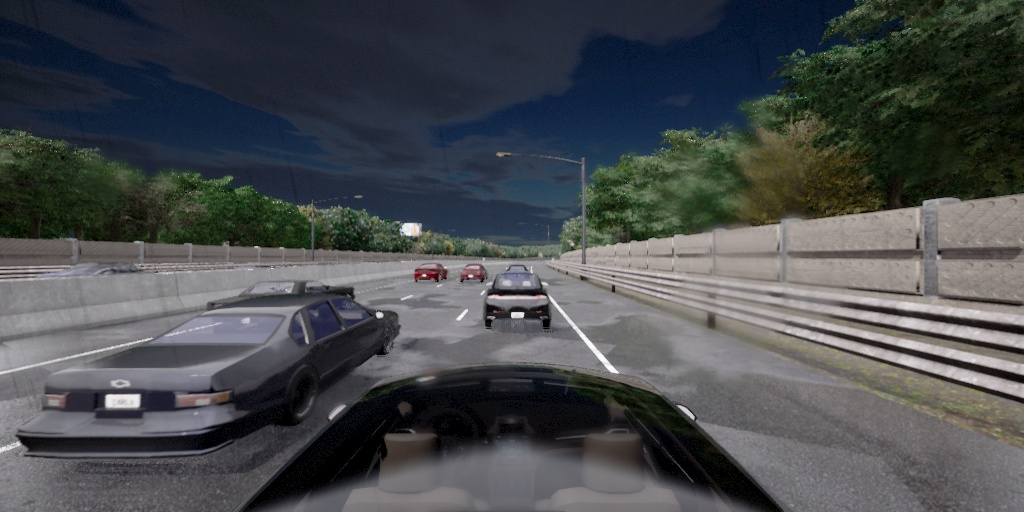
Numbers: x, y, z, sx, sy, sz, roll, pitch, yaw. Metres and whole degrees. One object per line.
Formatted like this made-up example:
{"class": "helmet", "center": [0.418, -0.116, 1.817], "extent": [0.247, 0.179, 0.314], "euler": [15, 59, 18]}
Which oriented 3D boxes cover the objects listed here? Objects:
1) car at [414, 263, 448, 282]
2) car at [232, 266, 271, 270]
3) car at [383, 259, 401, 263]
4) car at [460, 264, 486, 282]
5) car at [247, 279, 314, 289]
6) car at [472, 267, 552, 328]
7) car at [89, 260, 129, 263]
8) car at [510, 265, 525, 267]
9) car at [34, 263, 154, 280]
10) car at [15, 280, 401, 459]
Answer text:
{"class": "car", "center": [-6.542, 1.301, 29.470], "extent": [1.882, 1.535, 5.008], "euler": [0, 0, 1]}
{"class": "car", "center": [-17.372, 1.348, 23.865], "extent": [2.033, 1.411, 5.357], "euler": [0, 0, 1]}
{"class": "car", "center": [-19.600, 1.150, 58.712], "extent": [1.994, 1.385, 4.181], "euler": [0, 0, 3]}
{"class": "car", "center": [-3.051, 1.350, 29.343], "extent": [1.812, 1.442, 4.674], "euler": [0, 0, 1]}
{"class": "car", "center": [-6.842, 1.372, 11.394], "extent": [1.895, 1.301, 4.718], "euler": [0, 0, 1]}
{"class": "car", "center": [0.161, 1.265, 11.392], "extent": [2.128, 1.511, 4.902], "euler": [0, 0, 0]}
{"class": "car", "center": [-24.417, 1.142, 20.961], "extent": [2.097, 1.767, 4.553], "euler": [0, 0, 1]}
{"class": "car", "center": [0.436, 1.387, 28.372], "extent": [1.994, 1.385, 4.181], "euler": [0, 0, 1]}
{"class": "car", "center": [-20.963, 1.276, 18.139], "extent": [2.128, 1.511, 4.902], "euler": [0, 0, 1]}
{"class": "car", "center": [-3.380, 1.304, 5.606], "extent": [2.033, 1.411, 5.357], "euler": [0, 0, 0]}
